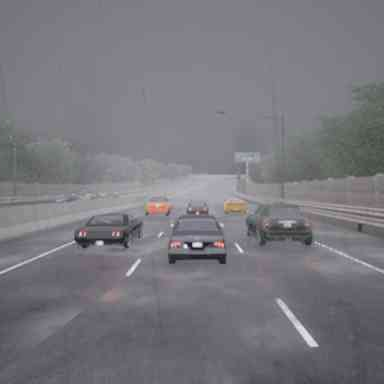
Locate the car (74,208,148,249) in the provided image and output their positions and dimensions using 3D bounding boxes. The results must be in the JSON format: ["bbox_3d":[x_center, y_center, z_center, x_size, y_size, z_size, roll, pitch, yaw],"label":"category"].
[{"bbox_3d":[-3.291,1.535,14.190,1.895,1.301,4.718,0,0,1],"label":"car"}]

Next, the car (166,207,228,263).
[{"bbox_3d":[0.176,1.495,11.702,2.033,1.411,5.357,0,0,1],"label":"car"}]

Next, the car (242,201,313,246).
[{"bbox_3d":[3.725,1.286,14.986,2.097,1.767,4.553,0,0,1],"label":"car"}]

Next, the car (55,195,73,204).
[{"bbox_3d":[-19.846,1.229,52.372,2.128,1.511,4.902,0,0,3],"label":"car"}]

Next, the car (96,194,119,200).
[{"bbox_3d":[-12.864,1.100,51.895,2.097,1.767,4.553,0,0,3],"label":"car"}]

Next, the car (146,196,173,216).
[{"bbox_3d":[-2.945,1.209,31.058,2.097,1.767,4.553,0,0,1],"label":"car"}]

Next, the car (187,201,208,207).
[{"bbox_3d":[0.522,1.466,29.931,1.895,1.301,4.718,0,0,2],"label":"car"}]

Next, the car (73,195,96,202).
[{"bbox_3d":[-16.356,1.269,52.106,1.812,1.442,4.674,0,0,3],"label":"car"}]

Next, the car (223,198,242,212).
[{"bbox_3d":[4.106,1.332,32.844,1.882,1.535,5.008,0,0,2],"label":"car"}]
